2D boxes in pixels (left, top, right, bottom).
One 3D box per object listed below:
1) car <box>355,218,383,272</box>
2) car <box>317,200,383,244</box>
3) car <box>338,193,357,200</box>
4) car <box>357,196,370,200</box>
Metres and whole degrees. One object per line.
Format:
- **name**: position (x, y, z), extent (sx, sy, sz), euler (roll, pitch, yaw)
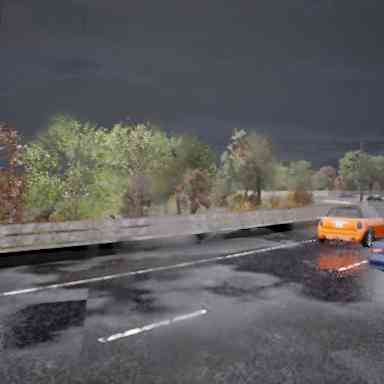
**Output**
- **car**: position (7.081, 1.589, 9.889), extent (5.357, 1.411, 2.033), euler (0, 0, -42)
- **car**: position (7.662, 1.409, 15.309), extent (4.553, 1.767, 2.097), euler (0, 0, -44)
- **car**: position (39.494, 1.397, 85.498), extent (2.150, 2.045, 5.566), euler (0, 0, 1)
- **car**: position (42.988, 1.772, 85.310), extent (1.895, 1.301, 4.718), euler (0, 0, 1)
